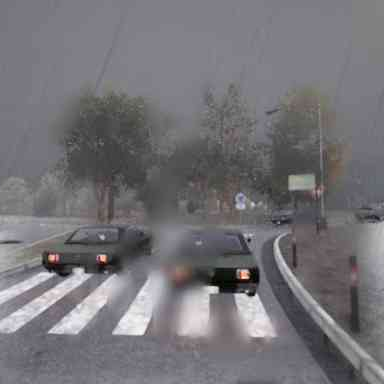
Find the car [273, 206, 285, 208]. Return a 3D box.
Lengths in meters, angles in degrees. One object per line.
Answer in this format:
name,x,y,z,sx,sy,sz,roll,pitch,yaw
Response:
car,18.860,3.805,72.859,4.892,1.490,1.837,-4,-6,41

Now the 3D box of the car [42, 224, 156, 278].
car,-2.453,1.615,10.192,1.895,1.301,4.718,-1,0,7

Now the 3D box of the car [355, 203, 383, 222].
car,15.488,1.669,27.263,4.902,1.511,2.128,-1,-3,-30

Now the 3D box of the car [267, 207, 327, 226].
car,8.881,2.108,27.517,4.718,1.301,1.895,-1,-4,-27

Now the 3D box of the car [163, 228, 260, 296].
car,0.598,1.583,8.593,1.895,1.301,4.718,-1,0,6
